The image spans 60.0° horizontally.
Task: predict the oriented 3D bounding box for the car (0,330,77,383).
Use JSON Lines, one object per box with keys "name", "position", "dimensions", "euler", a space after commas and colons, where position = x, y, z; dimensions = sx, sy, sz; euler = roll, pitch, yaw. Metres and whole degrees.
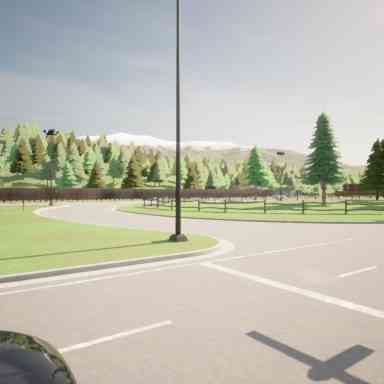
{"name": "car", "position": [-3.052, 1.505, 1.568], "dimensions": [4.892, 1.490, 1.837], "euler": [0, 0, -35]}
